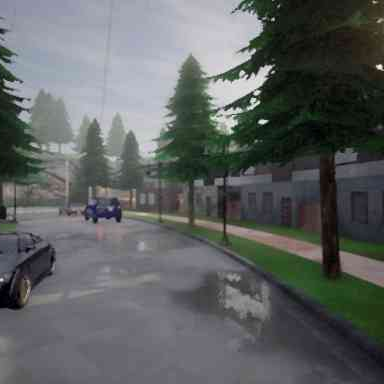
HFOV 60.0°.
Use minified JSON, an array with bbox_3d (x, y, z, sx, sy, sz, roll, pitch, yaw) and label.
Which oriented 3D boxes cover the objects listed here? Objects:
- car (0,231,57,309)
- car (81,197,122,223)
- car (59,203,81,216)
[{"bbox_3d":[-4.537,1.626,7.698,1.994,1.385,4.181,0,0,-10],"label":"car"},{"bbox_3d":[-7.452,1.435,27.676,2.150,2.045,5.566,0,0,-28],"label":"car"},{"bbox_3d":[-13.218,1.887,36.736,1.895,1.301,4.718,0,-1,-37],"label":"car"}]
